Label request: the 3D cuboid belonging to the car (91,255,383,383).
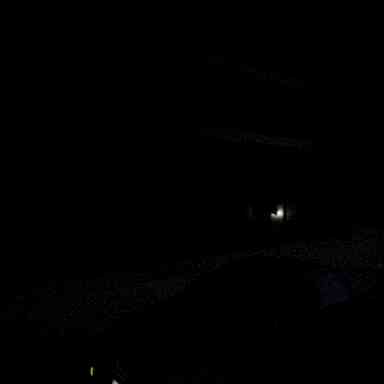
[{"bbox_3d":[0.973,1.552,4.064,4.181,1.385,1.994,0,0,-36],"label":"car"}]
